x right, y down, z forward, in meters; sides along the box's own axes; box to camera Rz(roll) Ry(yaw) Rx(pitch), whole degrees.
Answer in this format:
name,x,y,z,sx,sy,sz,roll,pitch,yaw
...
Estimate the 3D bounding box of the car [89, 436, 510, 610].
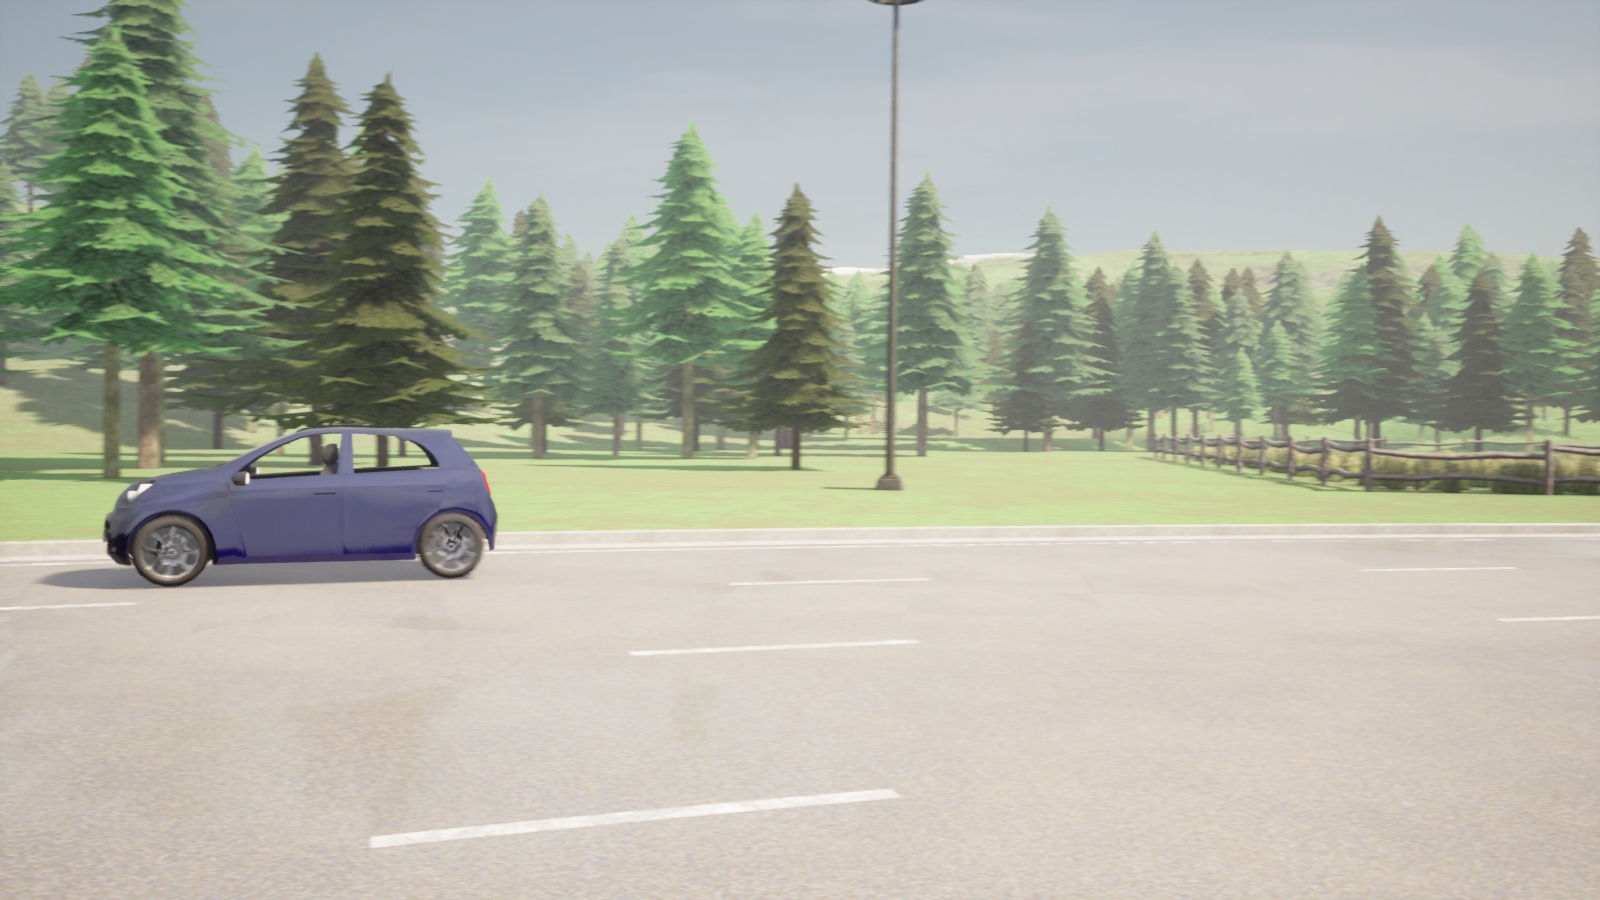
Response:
name,x,y,z,sx,sy,sz,roll,pitch,yaw
car,-4.901,0.632,12.622,3.633,1.501,1.845,-1,1,-20
